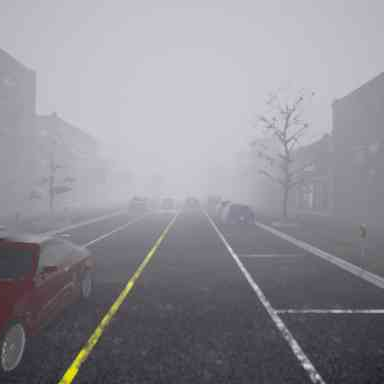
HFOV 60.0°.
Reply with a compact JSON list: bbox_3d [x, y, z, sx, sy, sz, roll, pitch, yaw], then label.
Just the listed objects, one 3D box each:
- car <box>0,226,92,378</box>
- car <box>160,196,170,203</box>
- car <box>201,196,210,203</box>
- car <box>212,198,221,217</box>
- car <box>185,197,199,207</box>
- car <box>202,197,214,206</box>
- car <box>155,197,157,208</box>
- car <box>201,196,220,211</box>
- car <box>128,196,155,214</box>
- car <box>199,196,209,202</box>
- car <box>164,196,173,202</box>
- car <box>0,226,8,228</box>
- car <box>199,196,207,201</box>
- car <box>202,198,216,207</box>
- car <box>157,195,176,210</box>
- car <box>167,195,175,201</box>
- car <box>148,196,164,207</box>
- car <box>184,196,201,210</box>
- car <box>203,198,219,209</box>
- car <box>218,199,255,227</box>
[{"bbox_3d":[-3.090,1.530,5.654,1.812,1.442,4.674,0,0,0],"label":"car"},{"bbox_3d":[-5.770,1.596,71.220,1.752,1.417,4.829,1,0,0],"label":"car"},{"bbox_3d":[2.741,1.594,69.609,1.752,1.417,4.829,0,0,0],"label":"car"},{"bbox_3d":[3.138,1.530,30.248,1.837,1.490,4.892,0,0,0],"label":"car"},{"bbox_3d":[0.006,1.540,54.279,2.128,1.511,4.902,0,0,0],"label":"car"},{"bbox_3d":[2.690,1.600,58.373,1.887,1.381,4.507,0,0,0],"label":"car"},{"bbox_3d":[-5.695,1.625,47.612,1.802,1.307,4.206,1,0,0],"label":"car"},{"bbox_3d":[2.689,1.352,42.080,2.192,1.841,5.009,0,0,0],"label":"car"},{"bbox_3d":[-5.690,1.346,36.547,2.192,1.841,5.009,1,0,0],"label":"car"},{"bbox_3d":[2.779,1.630,77.830,2.008,1.369,4.403,0,0,0],"label":"car"},{"bbox_3d":[-5.827,1.637,82.455,2.008,1.369,4.403,1,0,0],"label":"car"},{"bbox_3d":[-5.685,1.589,8.881,1.802,1.307,4.206,1,0,0],"label":"car"},{"bbox_3d":[2.805,1.656,85.375,1.947,1.339,4.313,0,0,0],"label":"car"},{"bbox_3d":[2.684,1.615,53.146,1.947,1.339,4.313,0,0,0],"label":"car"},{"bbox_3d":[-3.098,1.543,43.115,1.837,1.490,4.892,0,0,0],"label":"car"},{"bbox_3d":[-5.835,1.542,93.274,1.967,1.590,4.097,0,0,0],"label":"car"},{"bbox_3d":[-5.695,1.489,53.146,1.967,1.590,4.097,1,0,0],"label":"car"},{"bbox_3d":[0.022,1.392,42.618,2.097,1.767,4.553,0,0,0],"label":"car"},{"bbox_3d":[2.686,1.609,47.613,1.947,1.339,4.313,0,0,0],"label":"car"},{"bbox_3d":[3.135,1.497,23.248,1.882,1.535,5.008,0,0,0],"label":"car"}]
